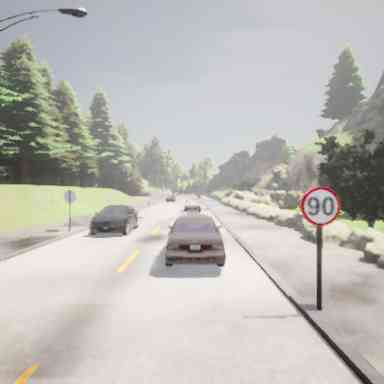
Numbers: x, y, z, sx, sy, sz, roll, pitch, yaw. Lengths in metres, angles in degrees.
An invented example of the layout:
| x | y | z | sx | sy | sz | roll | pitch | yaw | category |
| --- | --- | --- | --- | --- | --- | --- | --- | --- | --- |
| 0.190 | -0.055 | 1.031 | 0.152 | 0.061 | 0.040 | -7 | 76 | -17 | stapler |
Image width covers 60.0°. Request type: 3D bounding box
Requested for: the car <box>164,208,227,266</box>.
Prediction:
| x | y | z | sx | sy | sz | roll | pitch | yaw | category |
| --- | --- | --- | --- | --- | --- | --- | --- | --- | --- |
| 0.095 | 1.515 | 11.362 | 2.033 | 1.411 | 5.357 | 0 | 0 | 0 | car |

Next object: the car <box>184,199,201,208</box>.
| x | y | z | sx | sy | sz | roll | pitch | yaw | category |
| --- | --- | --- | --- | --- | --- | --- | --- | --- | --- |
| 0.053 | 1.492 | 38.207 | 1.895 | 1.301 | 4.718 | 0 | 0 | 0 | car |

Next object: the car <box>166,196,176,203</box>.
| x | y | z | sx | sy | sz | roll | pitch | yaw | category |
| --- | --- | --- | --- | --- | --- | --- | --- | --- | --- |
| -4.088 | 1.419 | 64.888 | 1.895 | 1.301 | 4.718 | 0 | 0 | 0 | car |

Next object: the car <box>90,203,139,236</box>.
| x | y | z | sx | sy | sz | roll | pitch | yaw | category |
| --- | --- | --- | --- | --- | --- | --- | --- | --- | --- |
| -4.122 | 1.429 | 18.316 | 1.882 | 1.535 | 5.008 | 0 | 0 | 0 | car |
